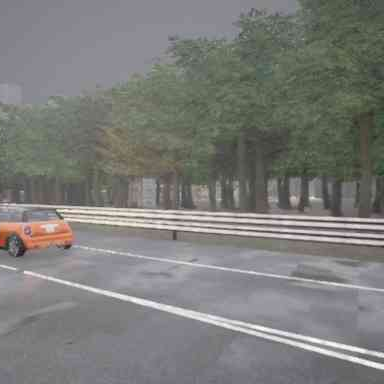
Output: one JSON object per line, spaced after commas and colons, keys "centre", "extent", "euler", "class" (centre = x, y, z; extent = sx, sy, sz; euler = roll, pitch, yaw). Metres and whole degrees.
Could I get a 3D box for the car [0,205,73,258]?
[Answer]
{"centre": [-6.757, 1.355, 13.009], "extent": [4.553, 1.767, 2.097], "euler": [0, 0, 35], "class": "car"}
